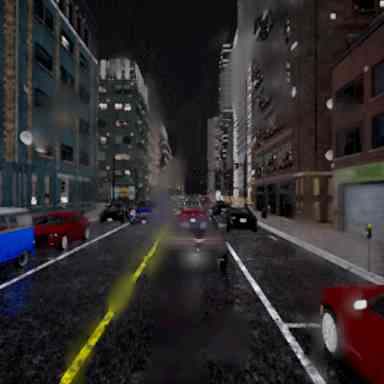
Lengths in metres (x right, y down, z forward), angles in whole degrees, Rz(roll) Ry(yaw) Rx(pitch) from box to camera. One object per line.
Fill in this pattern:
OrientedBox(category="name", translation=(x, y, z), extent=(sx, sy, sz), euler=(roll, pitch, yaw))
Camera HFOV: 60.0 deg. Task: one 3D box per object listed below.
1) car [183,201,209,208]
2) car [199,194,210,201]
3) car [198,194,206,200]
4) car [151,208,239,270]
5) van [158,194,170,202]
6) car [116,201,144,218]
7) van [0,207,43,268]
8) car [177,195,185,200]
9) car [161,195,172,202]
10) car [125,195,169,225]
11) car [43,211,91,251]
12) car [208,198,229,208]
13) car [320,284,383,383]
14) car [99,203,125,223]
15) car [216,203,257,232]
OrientedBox(category="car", translation=(0.088, 1.572, 24.706), extent=(1.895, 1.301, 4.718), euler=(0, 0, 0))
OrientedBox(category="car", translation=(2.719, 1.526, 63.110), extent=(1.802, 1.307, 4.206), euler=(0, 0, 0))
OrientedBox(category="car", translation=(2.729, 1.375, 90.748), extent=(1.967, 1.590, 4.097), euler=(0, 0, 0))
OrientedBox(category="car", translation=(0.087, 1.475, 10.925), extent=(2.128, 1.511, 4.902), euler=(0, 0, 0))
OrientedBox(category="van", translation=(-5.660, 1.285, 63.114), extent=(1.690, 1.788, 3.998), euler=(0, 0, 0))
OrientedBox(category="car", translation=(-5.673, 1.548, 30.719), extent=(1.802, 1.307, 4.206), euler=(0, 0, 0))
OrientedBox(category="van", translation=(-5.678, 1.331, 8.625), extent=(1.690, 1.788, 3.998), euler=(0, 0, 0))
OrientedBox(category="car", translation=(-2.967, 1.457, 94.132), extent=(1.812, 1.442, 4.674), euler=(0, 0, 0))
OrientedBox(category="car", translation=(-5.658, 1.484, 74.170), extent=(1.887, 1.381, 4.507), euler=(0, 0, 0))
OrientedBox(category="car", translation=(-3.076, 1.325, 23.642), extent=(2.097, 1.767, 4.553), euler=(0, 0, 0))
OrientedBox(category="car", translation=(-5.678, 1.528, 14.149), extent=(1.887, 1.381, 4.507), euler=(0, 0, 0))
OrientedBox(category="car", translation=(2.708, 1.532, 30.704), extent=(1.947, 1.339, 4.313), euler=(0, 0, 0))
OrientedBox(category="car", translation=(2.699, 1.541, 3.086), extent=(1.887, 1.381, 4.507), euler=(0, 0, 0))
OrientedBox(category="car", translation=(-5.674, 1.537, 25.196), extent=(1.947, 1.339, 4.313), euler=(0, 0, 0))
OrientedBox(category="car", translation=(2.705, 1.543, 19.657), extent=(1.947, 1.339, 4.313), euler=(0, 0, 0))
